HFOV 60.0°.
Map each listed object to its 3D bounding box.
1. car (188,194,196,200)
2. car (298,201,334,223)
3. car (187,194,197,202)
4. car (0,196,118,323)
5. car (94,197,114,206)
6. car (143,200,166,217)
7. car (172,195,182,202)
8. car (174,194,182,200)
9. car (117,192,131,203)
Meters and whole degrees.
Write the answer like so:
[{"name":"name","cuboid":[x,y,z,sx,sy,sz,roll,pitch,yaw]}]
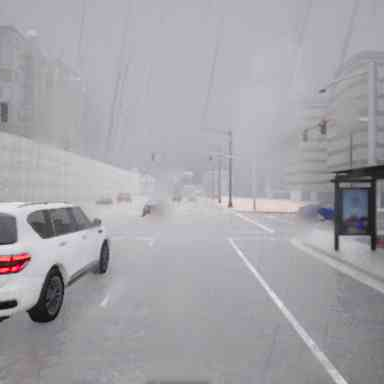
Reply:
[{"name":"car","cuboid":[-0.006,1.308,83.909,2.033,1.411,5.357,0,0,0]},{"name":"car","cuboid":[10.413,1.461,24.551,5.008,1.535,1.882,0,0,-1]},{"name":"car","cuboid":[-0.006,1.363,73.491,1.882,1.535,5.008,0,0,0]},{"name":"car","cuboid":[-3.425,1.206,7.325,2.150,2.045,5.566,0,0,0]},{"name":"car","cuboid":[-14.063,1.464,53.442,1.994,1.385,4.181,0,0,0]},{"name":"car","cuboid":[-3.417,1.476,30.711,1.812,1.442,4.674,0,0,0]},{"name":"car","cuboid":[-3.506,1.475,73.938,1.895,1.301,4.718,0,0,0]},{"name":"car","cuboid":[-3.506,1.315,83.909,1.994,1.385,4.181,0,0,0]},{"name":"car","cuboid":[-14.005,1.104,68.596,2.150,2.045,5.566,0,0,0]}]
